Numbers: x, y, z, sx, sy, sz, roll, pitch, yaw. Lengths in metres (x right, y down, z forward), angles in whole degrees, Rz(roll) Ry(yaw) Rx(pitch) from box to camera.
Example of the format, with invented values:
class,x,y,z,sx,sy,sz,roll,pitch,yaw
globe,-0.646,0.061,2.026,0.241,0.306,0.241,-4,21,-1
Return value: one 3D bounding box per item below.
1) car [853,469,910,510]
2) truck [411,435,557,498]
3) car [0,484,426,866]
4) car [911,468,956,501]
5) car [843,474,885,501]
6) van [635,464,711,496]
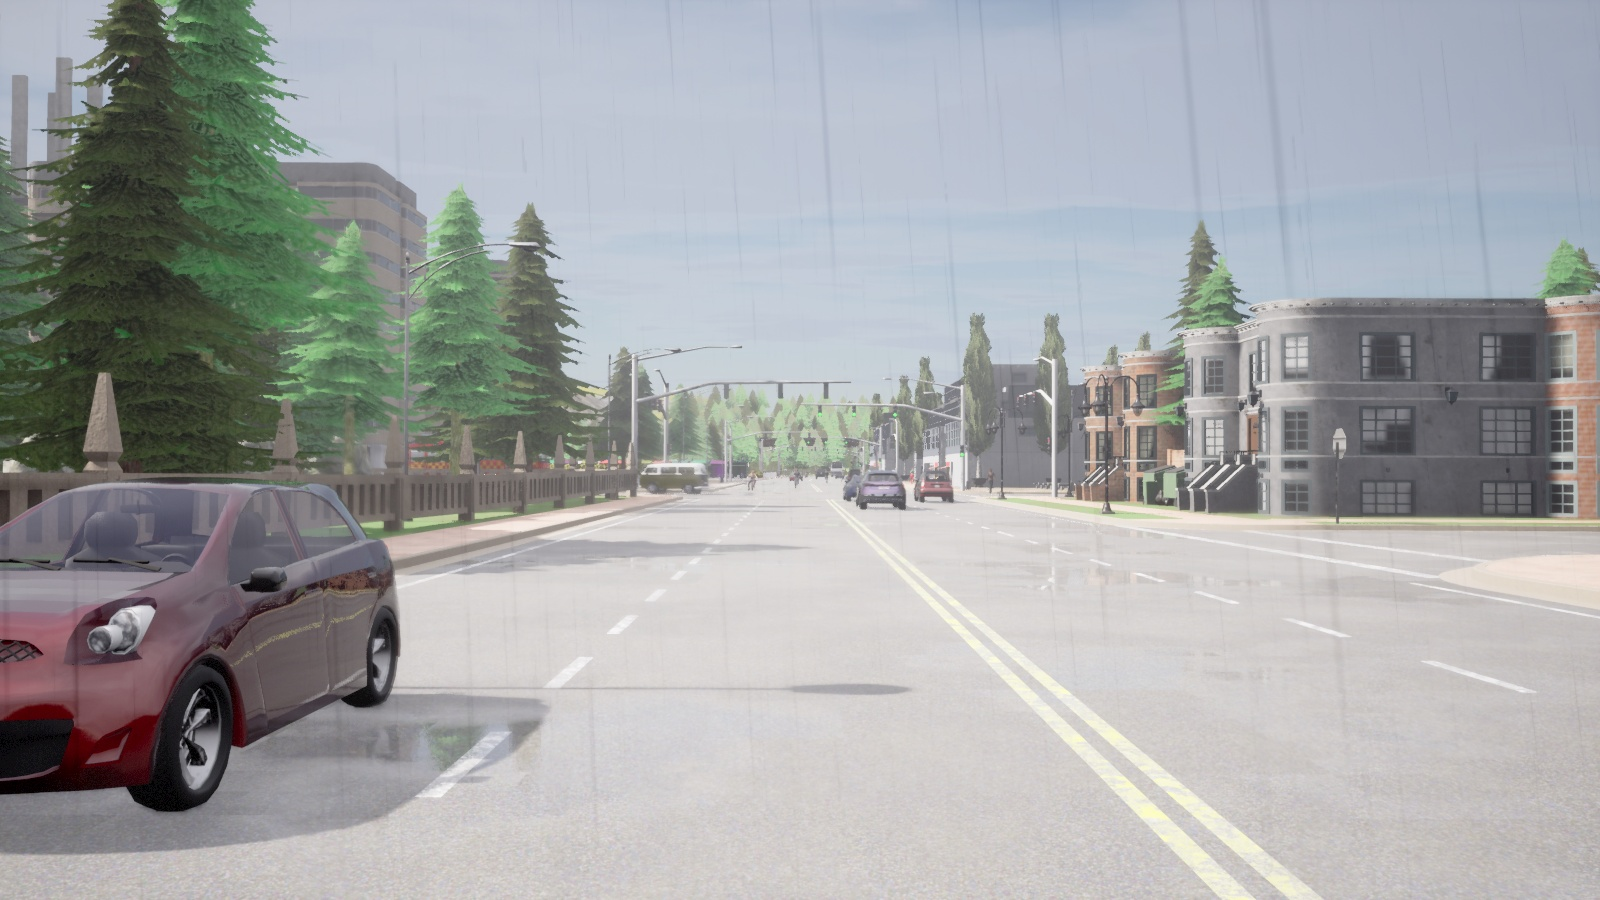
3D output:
class,x,y,z,sx,sy,sz,roll,pitch,yaw
car,3.381,1.618,52.939,2.033,1.649,4.856,0,-1,0
truck,-19.815,1.053,79.054,8.468,3.827,2.891,0,-1,0
car,-3.515,0.958,6.892,1.845,1.501,3.633,0,-1,0
car,6.855,1.770,64.748,1.851,1.617,3.988,0,-1,0
car,3.351,1.985,66.828,1.994,1.385,4.181,0,-1,0
van,-8.302,1.948,82.225,4.480,2.038,2.069,0,-2,13
